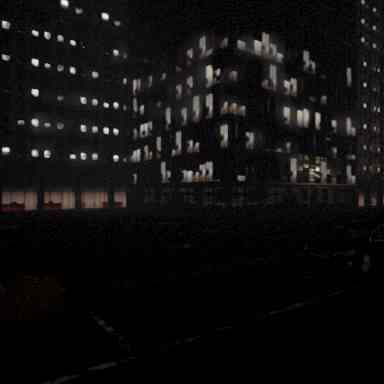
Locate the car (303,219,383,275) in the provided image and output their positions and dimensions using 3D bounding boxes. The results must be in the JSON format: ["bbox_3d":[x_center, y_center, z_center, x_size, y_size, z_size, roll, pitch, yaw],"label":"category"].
[{"bbox_3d":[5.267,1.550,10.320,4.403,1.369,2.008,0,0,-36],"label":"car"}]

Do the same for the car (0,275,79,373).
[{"bbox_3d":[-3.878,1.526,3.793,4.829,1.417,1.752,0,0,-36],"label":"car"}]
